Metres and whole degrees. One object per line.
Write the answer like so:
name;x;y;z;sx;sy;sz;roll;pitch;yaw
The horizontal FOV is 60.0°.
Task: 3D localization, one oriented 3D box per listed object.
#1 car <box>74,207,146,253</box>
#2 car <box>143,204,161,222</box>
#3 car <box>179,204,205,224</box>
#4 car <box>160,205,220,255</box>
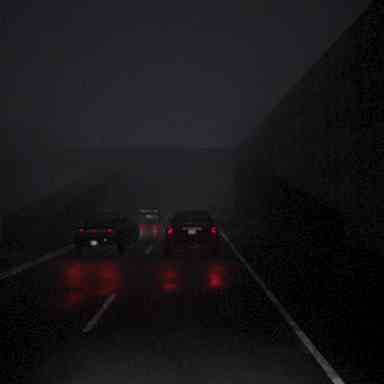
car;-3.492;1.626;14.295;2.128;1.511;4.902;0;0;0
car;-3.488;1.766;29.296;2.128;1.511;4.902;0;0;0
car;0.008;1.818;28.987;2.033;1.411;5.357;0;-1;0
car;0.007;1.482;14.084;2.097;1.767;4.553;0;-1;0
